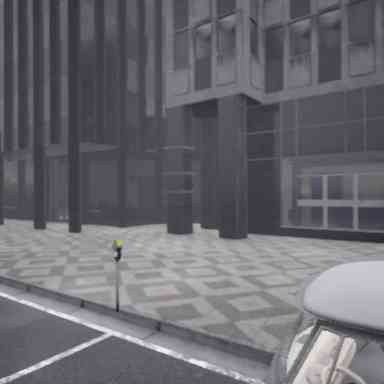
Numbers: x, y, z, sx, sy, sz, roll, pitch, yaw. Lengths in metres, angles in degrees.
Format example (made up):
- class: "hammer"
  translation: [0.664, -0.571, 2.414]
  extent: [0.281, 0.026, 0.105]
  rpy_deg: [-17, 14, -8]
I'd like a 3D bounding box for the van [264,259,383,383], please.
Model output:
- class: "van"
  translation: [2.190, 1.331, 1.284]
  extent: [3.998, 1.788, 1.690]
  rpy_deg: [-1, 0, 35]
